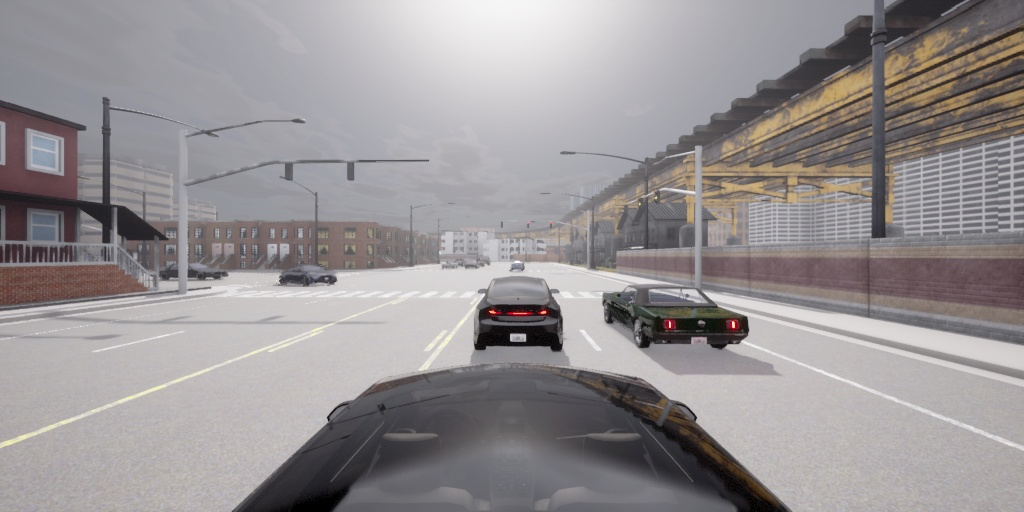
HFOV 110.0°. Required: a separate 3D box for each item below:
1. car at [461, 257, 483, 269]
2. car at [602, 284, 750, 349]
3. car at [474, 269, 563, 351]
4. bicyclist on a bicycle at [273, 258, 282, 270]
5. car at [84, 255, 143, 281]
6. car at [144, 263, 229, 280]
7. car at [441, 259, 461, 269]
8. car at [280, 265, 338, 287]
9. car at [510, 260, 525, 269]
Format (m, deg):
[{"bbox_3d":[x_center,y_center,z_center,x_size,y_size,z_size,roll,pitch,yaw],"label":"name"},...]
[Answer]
[{"bbox_3d":[-6.294,1.291,56.927,2.033,1.411,5.357,0,0,1],"label":"car"},{"bbox_3d":[3.668,1.350,9.144,1.895,1.301,4.718,0,0,1],"label":"car"},{"bbox_3d":[0.163,1.254,9.006,1.837,1.490,4.892,0,0,1],"label":"car"},{"bbox_3d":[-30.533,1.045,46.684,0.582,1.620,1.656,0,0,1],"label":"bicyclist on a bicycle"},{"bbox_3d":[-30.871,0.968,26.704,5.566,2.045,2.150,0,0,1],"label":"car"},{"bbox_3d":[-27.093,1.294,30.144,5.357,1.411,2.033,0,0,1],"label":"car"},{"bbox_3d":[-9.801,1.345,56.657,1.895,1.301,4.718,0,0,2],"label":"car"},{"bbox_3d":[-13.848,1.312,24.432,4.181,1.385,1.994,0,0,29],"label":"car"},{"bbox_3d":[0.727,1.292,48.845,2.033,1.411,5.357,0,0,2],"label":"car"}]
